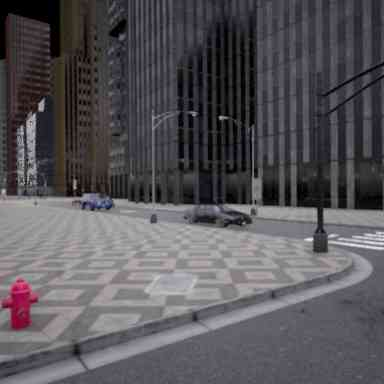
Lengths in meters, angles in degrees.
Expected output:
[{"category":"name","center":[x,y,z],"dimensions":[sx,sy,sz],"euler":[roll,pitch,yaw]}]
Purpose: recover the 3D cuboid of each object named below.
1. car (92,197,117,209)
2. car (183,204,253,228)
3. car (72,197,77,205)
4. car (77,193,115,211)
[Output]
[{"category":"car","center":[-12.296,1.485,46.410],"dimensions":[1.812,1.442,4.674],"euler":[-1,0,-35]},{"category":"car","center":[1.492,1.463,21.629],"dimensions":[2.033,1.411,5.357],"euler":[-1,0,-35]},{"category":"car","center":[-18.294,1.464,54.740],"dimensions":[1.882,1.535,5.008],"euler":[-1,0,-35]},{"category":"car","center":[-11.636,1.201,40.087],"dimensions":[2.150,2.045,5.566],"euler":[-1,0,-35]}]
